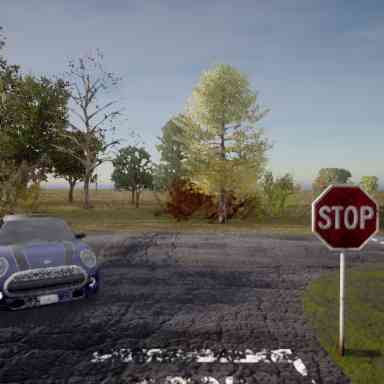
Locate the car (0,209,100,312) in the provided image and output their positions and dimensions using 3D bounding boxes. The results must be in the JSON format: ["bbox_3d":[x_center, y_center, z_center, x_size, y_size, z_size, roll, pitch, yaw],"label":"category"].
[{"bbox_3d":[-3.746,1.353,7.961,2.097,1.767,4.553,-1,0,-31],"label":"car"}]
